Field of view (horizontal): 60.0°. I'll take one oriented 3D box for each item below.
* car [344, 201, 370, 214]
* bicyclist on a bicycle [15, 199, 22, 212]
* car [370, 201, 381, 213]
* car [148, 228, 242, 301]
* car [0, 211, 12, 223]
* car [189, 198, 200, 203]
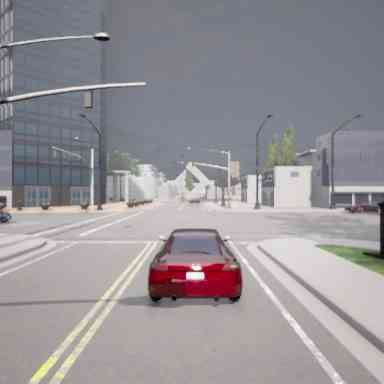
[{"bbox_3d":[19.842,1.684,36.854,5.357,1.411,2.033,0,0,-1],"label":"car"},{"bbox_3d":[-22.006,1.675,42.281,0.582,1.620,1.656,-1,0,0],"label":"bicyclist on a bicycle"},{"bbox_3d":[21.518,1.331,33.352,5.566,2.045,2.150,0,0,0],"label":"car"},{"bbox_3d":[0.076,1.607,8.466,1.994,1.385,4.181,0,0,0],"label":"car"},{"bbox_3d":[-16.557,1.763,25.831,4.674,1.442,1.812,-1,0,0],"label":"car"},{"bbox_3d":[0.680,1.974,76.745,1.895,1.301,4.718,0,0,12],"label":"car"}]
